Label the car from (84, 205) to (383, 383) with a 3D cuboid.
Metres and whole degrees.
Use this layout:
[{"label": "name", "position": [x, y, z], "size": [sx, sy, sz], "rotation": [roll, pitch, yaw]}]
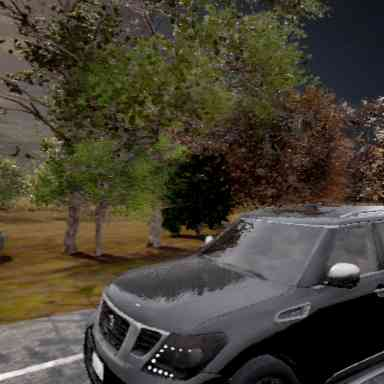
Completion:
[{"label": "car", "position": [1.531, 1.225, 4.411], "size": [5.566, 2.045, 2.150], "rotation": [0, 0, -31]}]
